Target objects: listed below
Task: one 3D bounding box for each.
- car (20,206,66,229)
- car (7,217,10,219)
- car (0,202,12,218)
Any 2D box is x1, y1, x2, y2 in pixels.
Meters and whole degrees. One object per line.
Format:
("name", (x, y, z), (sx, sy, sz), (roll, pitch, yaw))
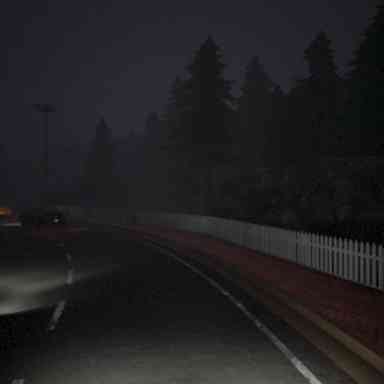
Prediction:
("car", (-10.385, 1.674, 23.152), (1.812, 1.442, 4.674), (0, -1, -44))
("car", (-4.131, 1.378, 3.798), (2.097, 1.767, 4.553), (0, 0, -9))
("car", (-18.508, 1.680, 31.036), (5.008, 1.535, 1.882), (0, 0, 44))
